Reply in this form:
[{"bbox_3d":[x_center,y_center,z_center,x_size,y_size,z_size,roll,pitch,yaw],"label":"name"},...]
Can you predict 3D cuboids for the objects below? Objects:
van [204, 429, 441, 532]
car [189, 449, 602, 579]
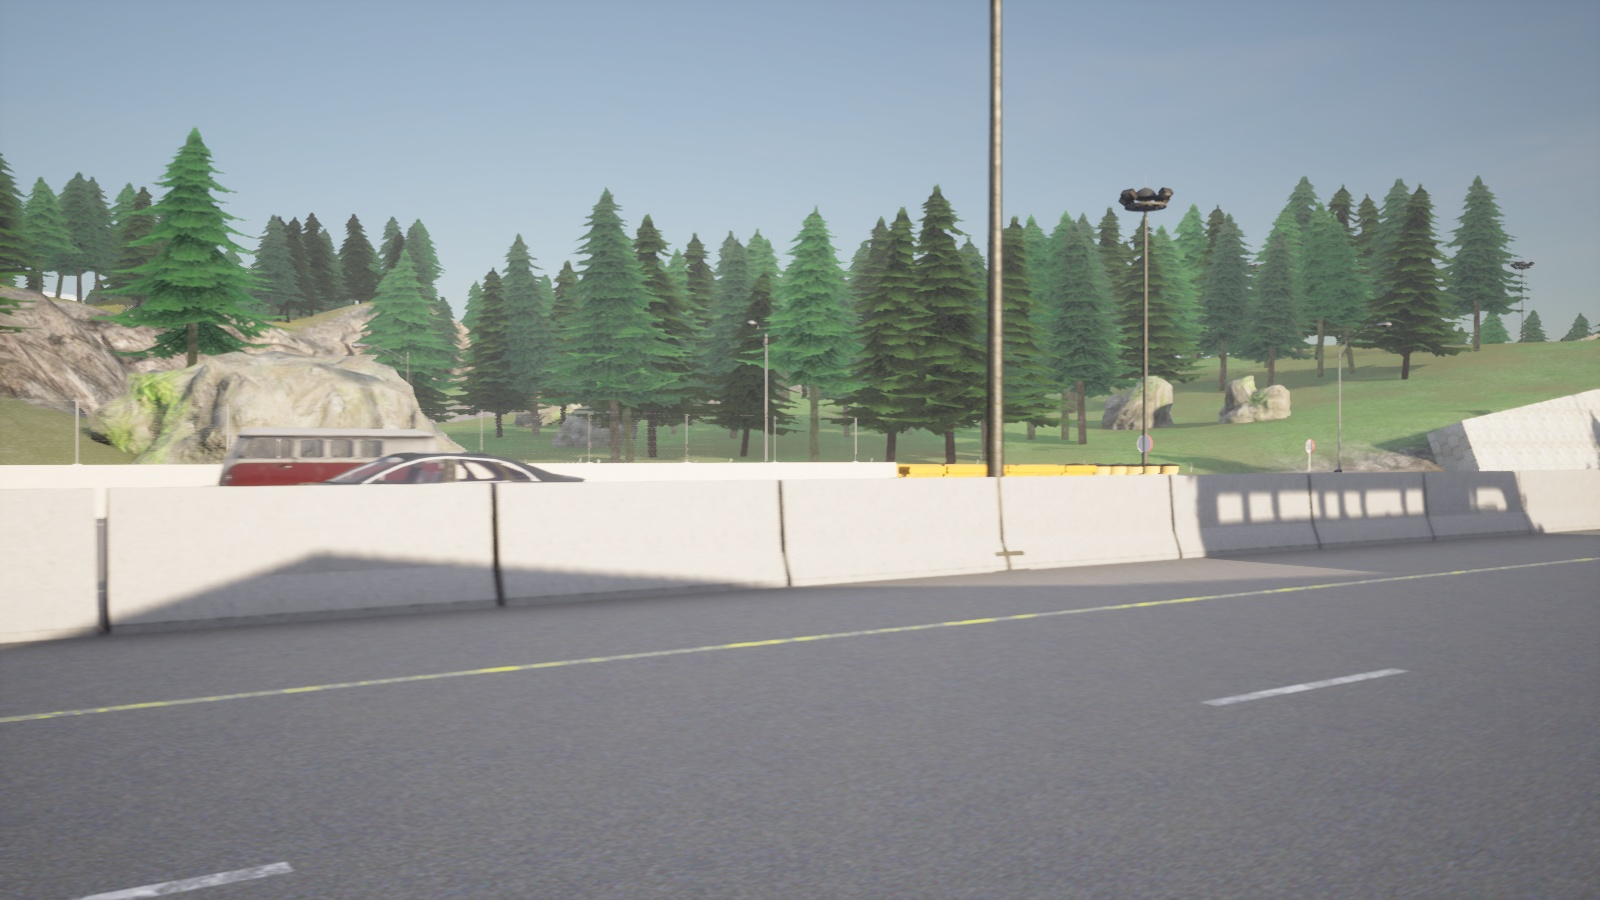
[{"bbox_3d":[-9.842,0.581,25.994,4.442,1.987,1.775,0,0,-24],"label":"van"},{"bbox_3d":[-5.380,0.754,16.972,4.902,1.511,2.128,0,0,-35],"label":"car"}]
